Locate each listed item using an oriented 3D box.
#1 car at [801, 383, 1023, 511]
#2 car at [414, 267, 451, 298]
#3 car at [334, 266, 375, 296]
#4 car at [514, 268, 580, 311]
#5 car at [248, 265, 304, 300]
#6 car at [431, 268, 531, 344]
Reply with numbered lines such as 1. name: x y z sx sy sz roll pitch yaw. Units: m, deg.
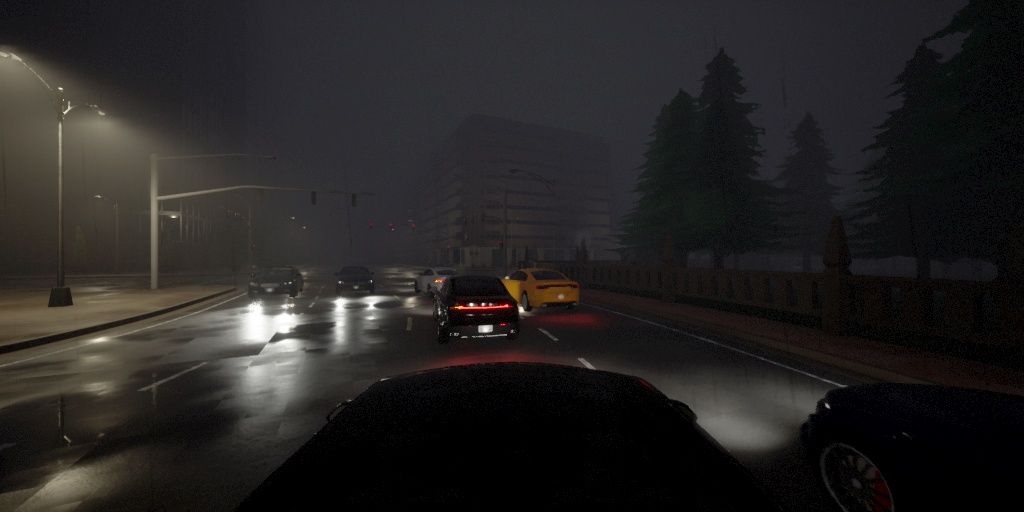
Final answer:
1. car: 3.380 1.276 1.064 1.812 1.442 4.674 0 0 0
2. car: -3.682 1.276 18.375 1.812 1.442 4.674 0 0 -27
3. car: -8.681 1.277 19.788 1.812 1.442 4.674 0 0 -25
4. car: 0.893 1.228 14.503 1.882 1.535 5.008 0 0 -18
5. car: -11.746 1.243 18.074 2.128 1.511 4.902 0 0 -25
6. car: -1.130 1.255 9.749 1.837 1.490 4.892 0 0 -14
